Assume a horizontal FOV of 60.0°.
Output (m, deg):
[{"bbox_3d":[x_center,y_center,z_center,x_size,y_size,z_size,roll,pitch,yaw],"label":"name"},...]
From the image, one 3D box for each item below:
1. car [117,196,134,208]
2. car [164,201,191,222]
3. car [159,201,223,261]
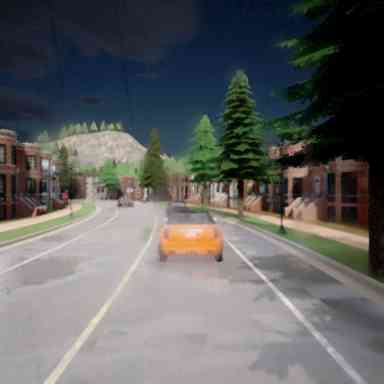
[{"bbox_3d":[-10.093,1.440,50.440,2.097,1.767,4.553,0,0,-17],"label":"car"},{"bbox_3d":[-1.336,1.556,28.039,1.837,1.490,4.892,0,0,-8],"label":"car"},{"bbox_3d":[-0.076,1.373,12.555,2.097,1.767,4.553,0,0,-1],"label":"car"}]
